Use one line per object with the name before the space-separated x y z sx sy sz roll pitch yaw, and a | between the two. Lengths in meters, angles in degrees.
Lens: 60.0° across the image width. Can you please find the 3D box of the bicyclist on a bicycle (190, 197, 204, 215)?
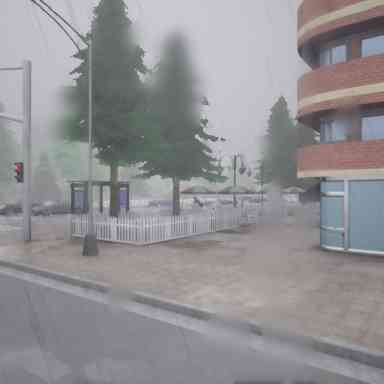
bicyclist on a bicycle | 0.404 1.245 27.328 1.656 1.620 0.582 0 0 36

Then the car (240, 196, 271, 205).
car | 11.024 1.464 57.742 5.008 1.535 1.882 0 0 -24

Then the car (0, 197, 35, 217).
car | -16.031 1.296 30.983 2.097 1.767 4.553 0 0 36

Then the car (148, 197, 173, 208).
car | -3.949 1.422 46.725 1.882 1.535 5.008 0 0 43

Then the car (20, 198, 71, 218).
car | -12.219 1.492 30.313 2.033 1.411 5.357 0 0 36

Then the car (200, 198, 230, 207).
car | 3.438 1.545 48.911 4.718 1.301 1.895 0 0 -37

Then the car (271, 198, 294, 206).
car | 13.332 1.545 50.766 4.718 1.301 1.895 0 0 -26

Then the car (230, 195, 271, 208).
car | 7.599 1.296 43.032 4.553 1.767 2.097 0 0 -41
